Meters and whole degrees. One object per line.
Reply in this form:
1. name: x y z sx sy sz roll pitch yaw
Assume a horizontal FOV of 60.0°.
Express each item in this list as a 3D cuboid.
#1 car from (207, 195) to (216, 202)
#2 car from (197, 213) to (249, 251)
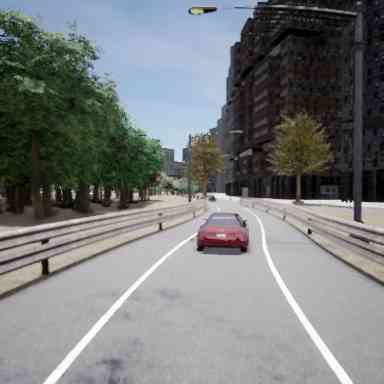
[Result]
1. car: 4.074 1.442 73.565 1.837 1.490 4.892 0 0 -9
2. car: 1.411 1.571 14.203 1.994 1.385 4.181 0 0 10
